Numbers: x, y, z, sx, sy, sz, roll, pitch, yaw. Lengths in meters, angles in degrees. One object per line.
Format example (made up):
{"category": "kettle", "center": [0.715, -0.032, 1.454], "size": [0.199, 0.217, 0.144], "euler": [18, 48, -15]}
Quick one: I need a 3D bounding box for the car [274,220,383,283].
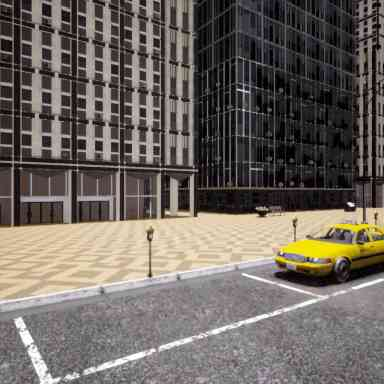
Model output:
{"category": "car", "center": [4.444, 1.526, 9.679], "size": [4.829, 1.417, 1.752], "euler": [0, 0, -35]}
